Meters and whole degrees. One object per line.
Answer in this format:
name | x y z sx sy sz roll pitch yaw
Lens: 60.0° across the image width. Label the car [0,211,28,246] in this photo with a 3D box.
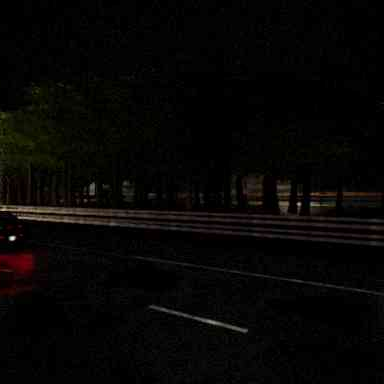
car | -9.035 1.563 14.340 4.892 1.490 1.837 0 0 34
